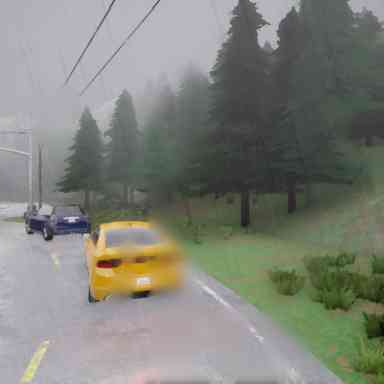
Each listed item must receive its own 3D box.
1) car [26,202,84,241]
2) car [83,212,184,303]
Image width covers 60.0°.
[{"bbox_3d":[-6.951,1.352,17.086,2.097,1.767,4.553,0,0,-40],"label":"car"},{"bbox_3d":[-1.678,1.478,8.441,1.882,1.535,5.008,0,0,-19],"label":"car"}]
